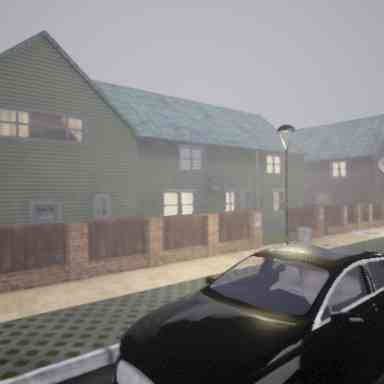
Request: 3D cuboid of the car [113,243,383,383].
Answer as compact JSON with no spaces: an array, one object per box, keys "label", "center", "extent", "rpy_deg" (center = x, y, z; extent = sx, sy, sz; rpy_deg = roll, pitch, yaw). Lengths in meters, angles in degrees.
[{"label":"car","center":[1.401,1.501,4.240],"extent":[4.902,1.511,2.128],"rpy_deg":[0,0,-39]}]
